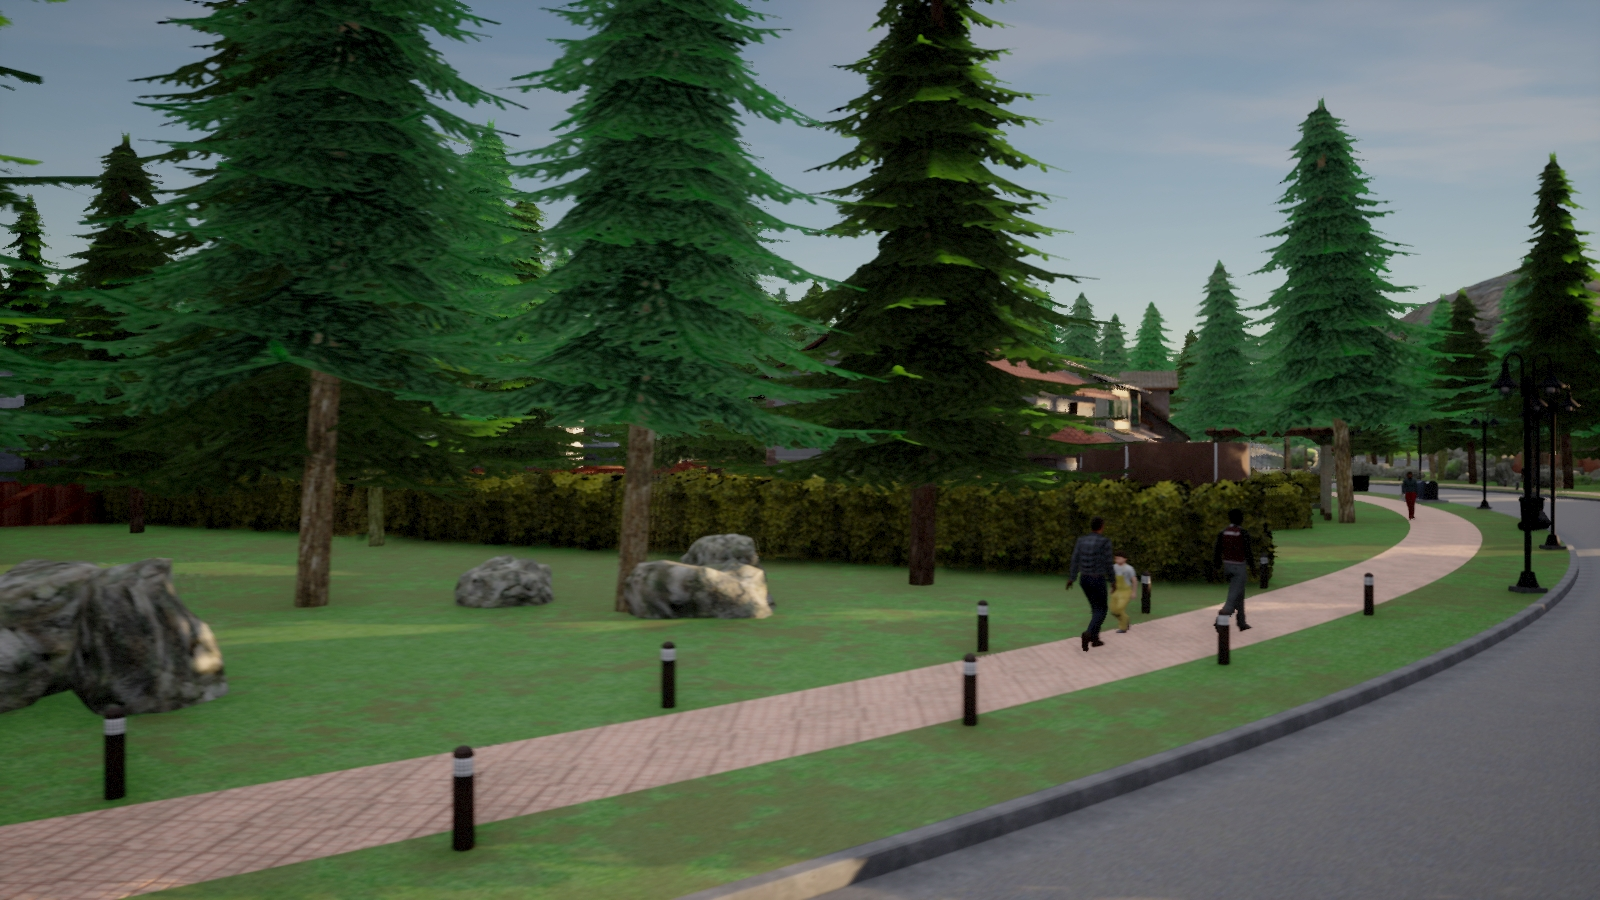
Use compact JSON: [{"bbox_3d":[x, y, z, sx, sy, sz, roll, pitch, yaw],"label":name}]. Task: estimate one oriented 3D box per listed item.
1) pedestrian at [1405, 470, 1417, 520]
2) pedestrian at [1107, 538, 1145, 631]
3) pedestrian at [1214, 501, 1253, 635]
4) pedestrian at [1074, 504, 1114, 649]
[{"bbox_3d":[22.820,1.669,42.678,0.375,1.860,0.375,0,0,29],"label":"pedestrian"},{"bbox_3d":[4.740,1.946,16.616,0.375,1.300,0.375,0,0,-35],"label":"pedestrian"},{"bbox_3d":[6.174,1.666,16.261,0.375,1.860,0.375,0,0,-37],"label":"pedestrian"},{"bbox_3d":[3.905,1.666,15.185,0.375,1.860,0.375,0,0,-42],"label":"pedestrian"}]
